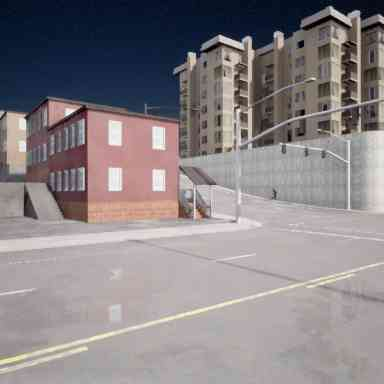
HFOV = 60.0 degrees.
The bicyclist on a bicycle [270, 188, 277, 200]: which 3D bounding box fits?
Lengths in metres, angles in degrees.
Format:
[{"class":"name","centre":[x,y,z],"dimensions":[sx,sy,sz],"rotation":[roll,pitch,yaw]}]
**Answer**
[{"class":"bicyclist on a bicycle","centre":[11.181,0.301,45.374],"dimensions":[1.656,1.620,0.582],"rotation":[0,6,-35]}]
